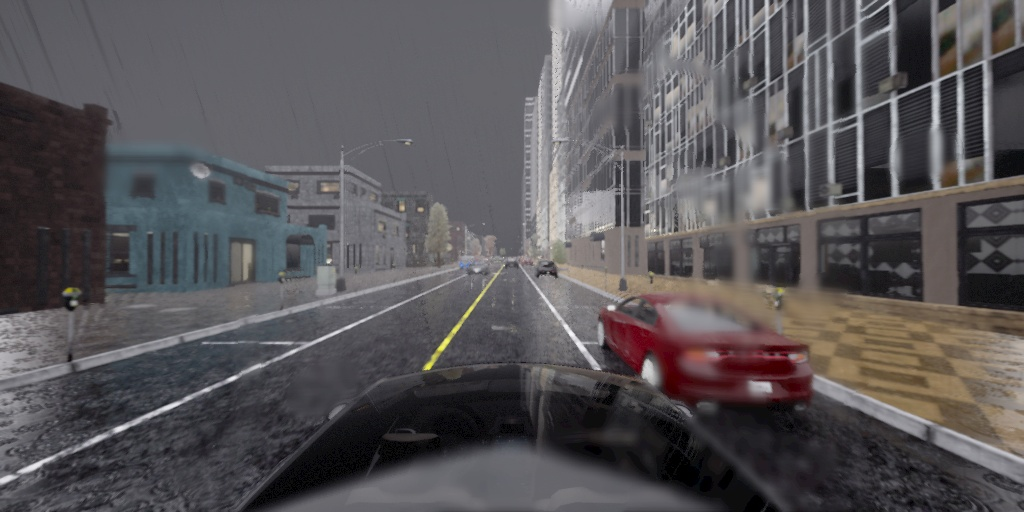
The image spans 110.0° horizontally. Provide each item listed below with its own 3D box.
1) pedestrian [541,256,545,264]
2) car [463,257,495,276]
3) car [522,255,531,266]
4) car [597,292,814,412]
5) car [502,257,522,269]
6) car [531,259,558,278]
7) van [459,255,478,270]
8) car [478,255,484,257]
[{"bbox_3d":[2.987,0.897,35.027,0.375,1.860,0.375,1,-1,0],"label":"pedestrian"},{"bbox_3d":[-3.107,1.097,34.315,2.128,1.511,4.902,0,0,0],"label":"car"},{"bbox_3d":[2.668,0.923,62.558,1.967,1.591,4.097,0,0,0],"label":"car"},{"bbox_3d":[2.689,1.276,6.117,1.888,1.381,4.507,0,0,0],"label":"car"},{"bbox_3d":[0.015,1.015,50.083,1.882,1.535,5.008,0,0,1],"label":"car"},{"bbox_3d":[2.989,1.121,32.068,1.837,1.490,4.892,0,0,0],"label":"car"},{"bbox_3d":[-5.706,0.897,45.678,1.690,1.789,3.998,0,0,0],"label":"van"},{"bbox_3d":[-5.712,0.797,62.610,2.192,1.841,5.009,0,0,0],"label":"car"}]
